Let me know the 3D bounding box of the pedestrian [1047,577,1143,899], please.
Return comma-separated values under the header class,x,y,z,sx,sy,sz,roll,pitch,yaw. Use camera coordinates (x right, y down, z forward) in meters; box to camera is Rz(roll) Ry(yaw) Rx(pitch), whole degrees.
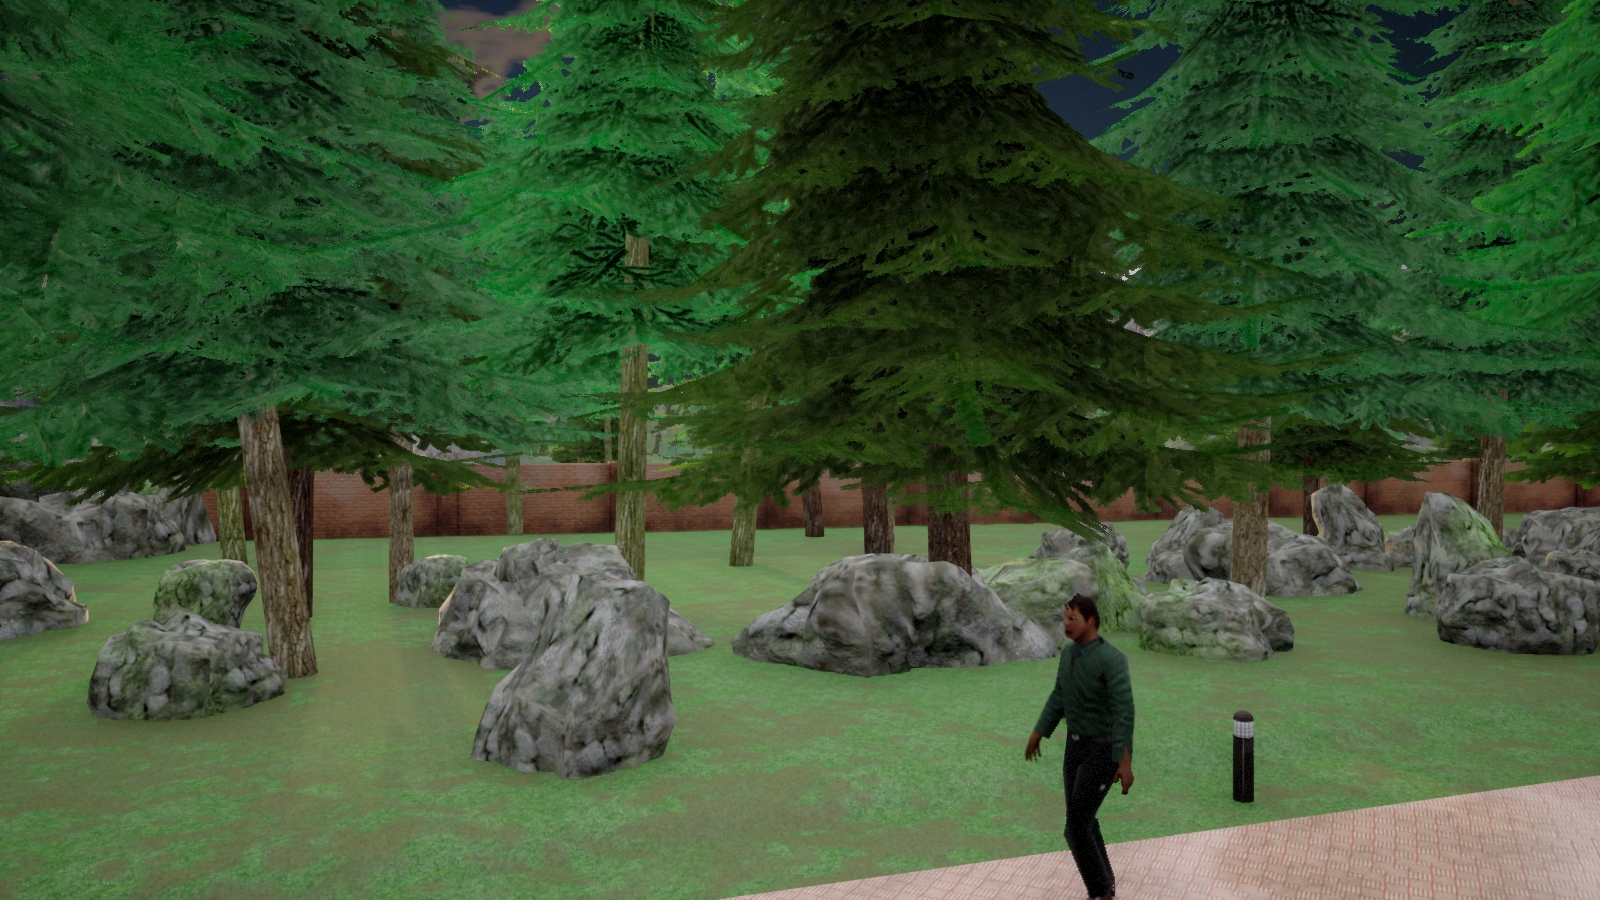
class,x,y,z,sx,sy,sz,roll,pitch,yaw
pedestrian,1.649,1.667,6.404,0.375,1.860,0.375,0,0,-19
